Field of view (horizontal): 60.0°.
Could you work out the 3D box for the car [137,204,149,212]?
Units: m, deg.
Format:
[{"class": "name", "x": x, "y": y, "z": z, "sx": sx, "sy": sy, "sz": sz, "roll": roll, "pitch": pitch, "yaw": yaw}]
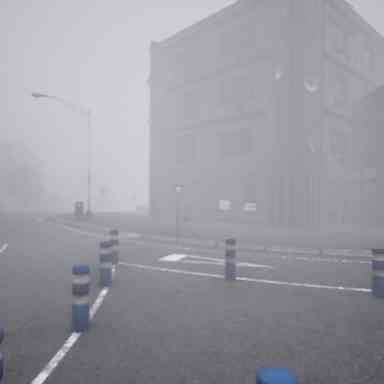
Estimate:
[{"class": "car", "x": -7.102, "y": 2.543, "z": 51.669, "sx": 2.002, "sy": 1.452, "sz": 4.674, "roll": 2, "pitch": -3, "yaw": 12}]
